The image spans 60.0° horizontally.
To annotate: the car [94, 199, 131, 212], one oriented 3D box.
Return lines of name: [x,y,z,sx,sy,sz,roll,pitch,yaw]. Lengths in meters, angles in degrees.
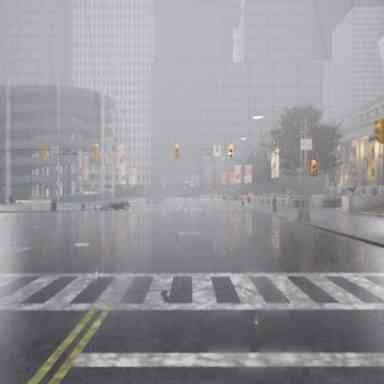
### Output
car: [-9.069,1.514,38.221,2.128,1.511,4.902,1,0,27]

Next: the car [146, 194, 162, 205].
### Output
car: [-7.048,1.525,59.664,2.128,1.511,4.902,0,0,0]

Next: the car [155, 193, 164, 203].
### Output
car: [-7.355,1.268,73.044,2.150,2.045,5.566,0,0,-7]
